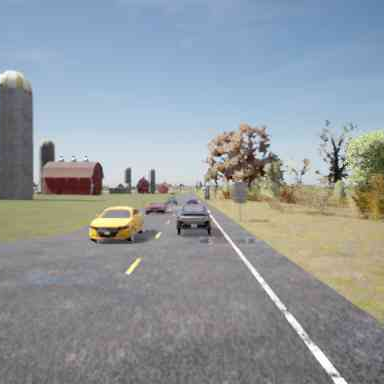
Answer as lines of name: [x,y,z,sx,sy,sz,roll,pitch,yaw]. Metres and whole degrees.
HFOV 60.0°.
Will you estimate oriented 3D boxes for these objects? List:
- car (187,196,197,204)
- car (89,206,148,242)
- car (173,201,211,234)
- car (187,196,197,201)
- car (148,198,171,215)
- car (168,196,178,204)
car: [0.006,1.535,64.978,2.033,1.411,5.357,0,0,0]
car: [-3.597,1.475,16.607,1.882,1.535,5.008,0,0,0]
car: [0.103,1.489,19.275,2.128,1.511,4.902,0,0,0]
car: [0.006,1.515,54.977,1.812,1.442,4.674,0,0,0]
car: [-3.593,1.595,34.347,1.895,1.301,4.718,0,0,0]
car: [-3.509,1.495,58.798,1.837,1.490,4.892,0,0,0]
